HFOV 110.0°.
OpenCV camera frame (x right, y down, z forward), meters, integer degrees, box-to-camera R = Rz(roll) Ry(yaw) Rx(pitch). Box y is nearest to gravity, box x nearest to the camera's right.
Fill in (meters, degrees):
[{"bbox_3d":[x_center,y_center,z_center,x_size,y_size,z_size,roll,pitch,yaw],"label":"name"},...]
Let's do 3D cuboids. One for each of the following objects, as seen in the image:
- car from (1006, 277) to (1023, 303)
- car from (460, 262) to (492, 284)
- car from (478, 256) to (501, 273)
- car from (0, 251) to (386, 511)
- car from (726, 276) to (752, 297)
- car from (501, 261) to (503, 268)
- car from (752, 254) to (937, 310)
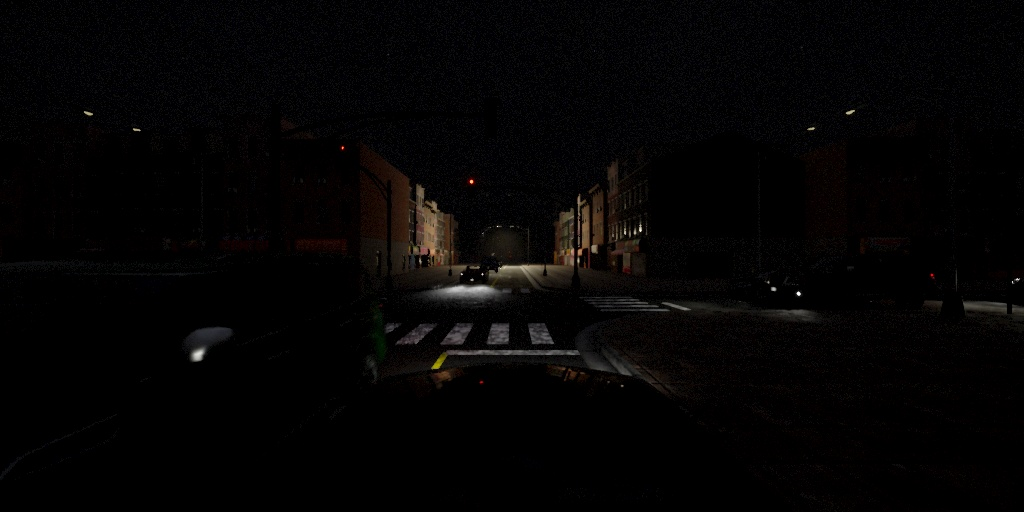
[{"bbox_3d":[22.656,1.048,14.022,4.553,1.767,2.097,0,0,0],"label":"car"},{"bbox_3d":[-2.802,1.365,27.343,1.895,1.301,4.718,0,0,0],"label":"car"},{"bbox_3d":[-2.769,0.997,43.395,2.150,2.045,5.566,0,0,0],"label":"car"},{"bbox_3d":[-2.847,0.971,2.880,2.150,2.045,5.566,0,0,0],"label":"car"},{"bbox_3d":[12.286,1.267,16.532,4.403,1.370,2.007,0,0,0],"label":"car"},{"bbox_3d":[-2.633,1.361,62.978,1.837,1.490,4.892,0,0,0],"label":"car"},{"bbox_3d":[12.972,0.935,13.998,5.566,2.045,2.150,0,0,0],"label":"car"}]
